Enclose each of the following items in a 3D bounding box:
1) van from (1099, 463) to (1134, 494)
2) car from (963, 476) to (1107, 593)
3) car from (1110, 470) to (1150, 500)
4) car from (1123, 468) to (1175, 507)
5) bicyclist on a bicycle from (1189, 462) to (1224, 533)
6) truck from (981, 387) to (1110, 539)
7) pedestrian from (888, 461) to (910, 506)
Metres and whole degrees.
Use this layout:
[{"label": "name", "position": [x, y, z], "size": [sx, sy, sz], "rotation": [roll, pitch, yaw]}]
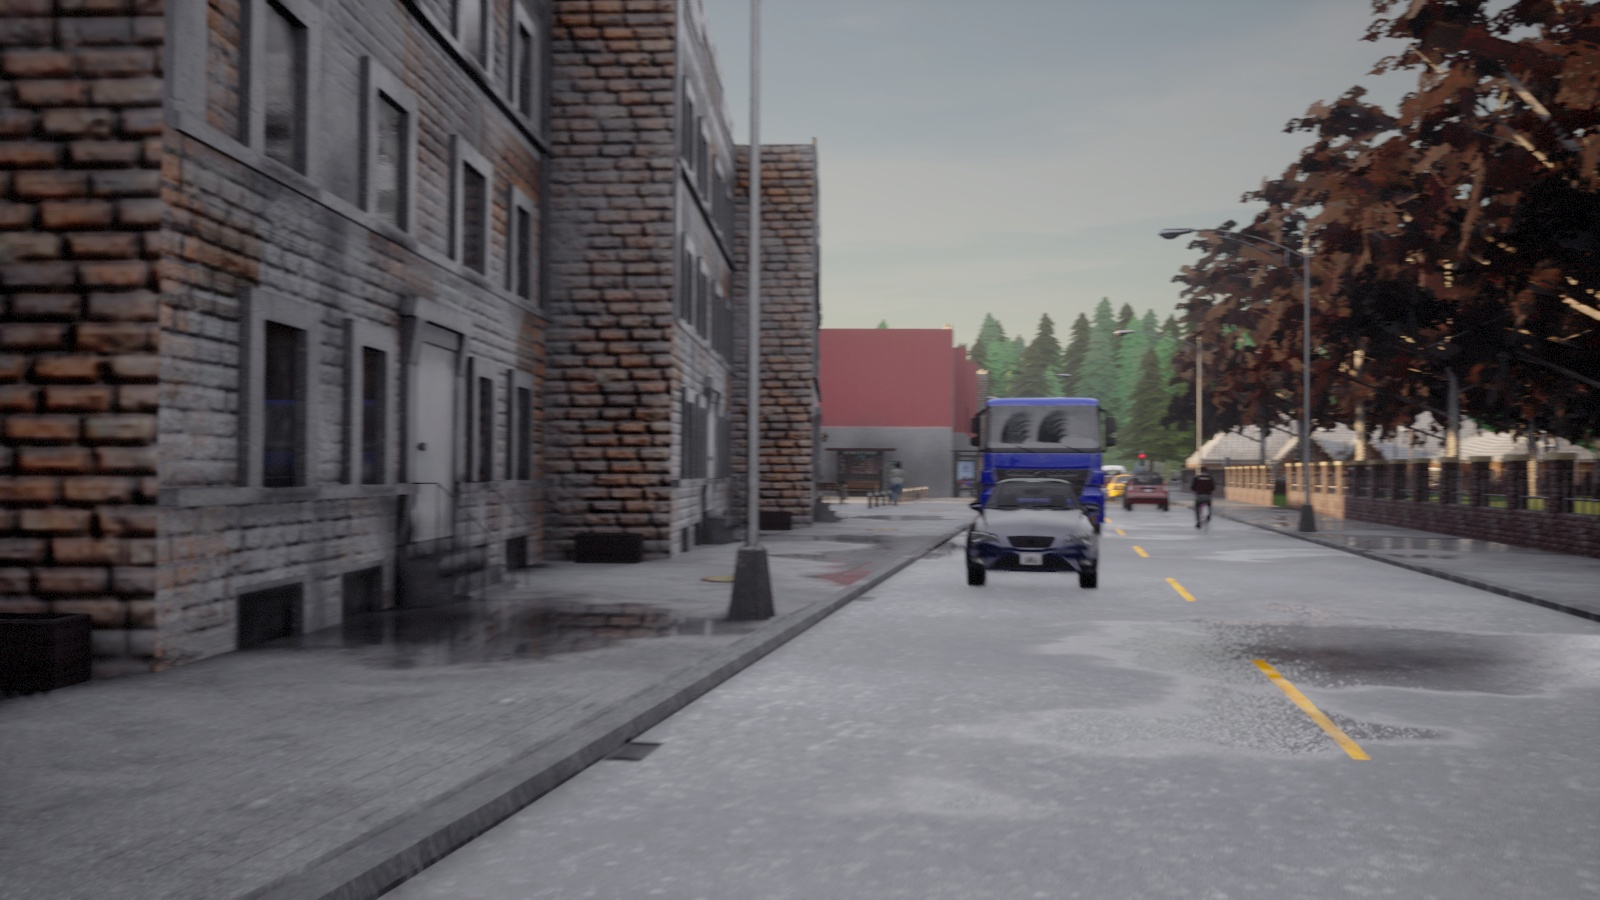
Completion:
[{"label": "van", "position": [21.191, 1.894, 84.227], "size": [2.069, 2.038, 4.480], "rotation": [0, -1, 12]}, {"label": "car", "position": [3.440, 1.123, 18.224], "size": [1.816, 1.474, 4.193], "rotation": [0, -1, 12]}, {"label": "car", "position": [17.804, 1.845, 67.870], "size": [1.801, 1.575, 5.366], "rotation": [0, -1, 12]}, {"label": "car", "position": [14.761, 1.566, 53.229], "size": [1.851, 1.617, 3.988], "rotation": [0, -1, 12]}, {"label": "bicyclist on a bicycle", "position": [10.416, 1.198, 32.237], "size": [0.659, 1.776, 1.843], "rotation": [0, -1, 12]}, {"label": "truck", "position": [6.430, 0.363, 32.734], "size": [2.891, 3.462, 7.936], "rotation": [0, -1, 12]}, {"label": "pedestrian", "position": [4.163, 1.398, 52.695], "size": [0.874, 1.855, 0.900], "rotation": [0, -1, 2]}]
